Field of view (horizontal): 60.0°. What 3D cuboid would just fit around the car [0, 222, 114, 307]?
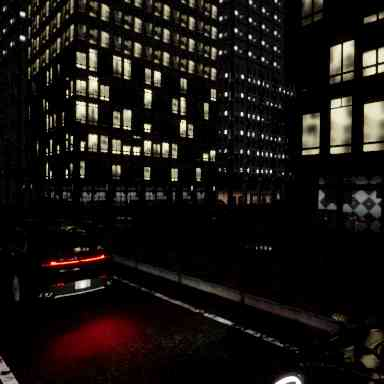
[{"bbox_3d":[-3.666,1.501,8.135,1.837,1.490,4.892,0,0,-41],"label":"car"}]

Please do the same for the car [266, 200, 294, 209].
[{"bbox_3d":[13.571,1.882,51.124,4.313,1.339,1.947,1,0,-40],"label":"car"}]

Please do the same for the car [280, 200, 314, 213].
[{"bbox_3d":[13.853,1.848,43.773,5.008,1.535,1.882,1,1,-40],"label":"car"}]

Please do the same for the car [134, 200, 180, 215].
[{"bbox_3d":[-3.785,1.648,36.459,4.829,1.417,1.752,1,0,-40],"label":"car"}]

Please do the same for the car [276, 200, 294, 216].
[{"bbox_3d":[10.371,1.936,37.450,4.206,1.307,1.802,1,0,-40],"label":"car"}]

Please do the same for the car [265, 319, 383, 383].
[{"bbox_3d":[2.412,1.352,1.338,2.097,1.767,4.553,0,0,-41],"label":"car"}]

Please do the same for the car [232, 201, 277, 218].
[{"bbox_3d":[6.193,1.833,33.919,4.829,1.417,1.752,1,0,-40],"label":"car"}]

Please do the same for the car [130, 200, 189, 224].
[{"bbox_3d":[-2.550,1.524,26.529,5.009,1.841,2.192,1,0,-40],"label":"car"}]
